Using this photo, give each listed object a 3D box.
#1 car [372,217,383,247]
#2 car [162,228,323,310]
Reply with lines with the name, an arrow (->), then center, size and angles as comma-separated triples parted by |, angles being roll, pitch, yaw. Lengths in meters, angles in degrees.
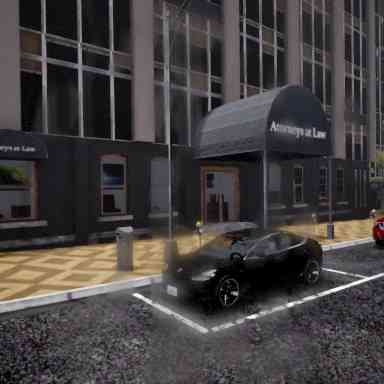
car -> 9.620, 1.310, 14.038 | 5.009, 1.841, 2.192 | 0, -1, -37
car -> 1.348, 1.564, 7.830 | 4.313, 1.339, 1.947 | 0, -1, -37
